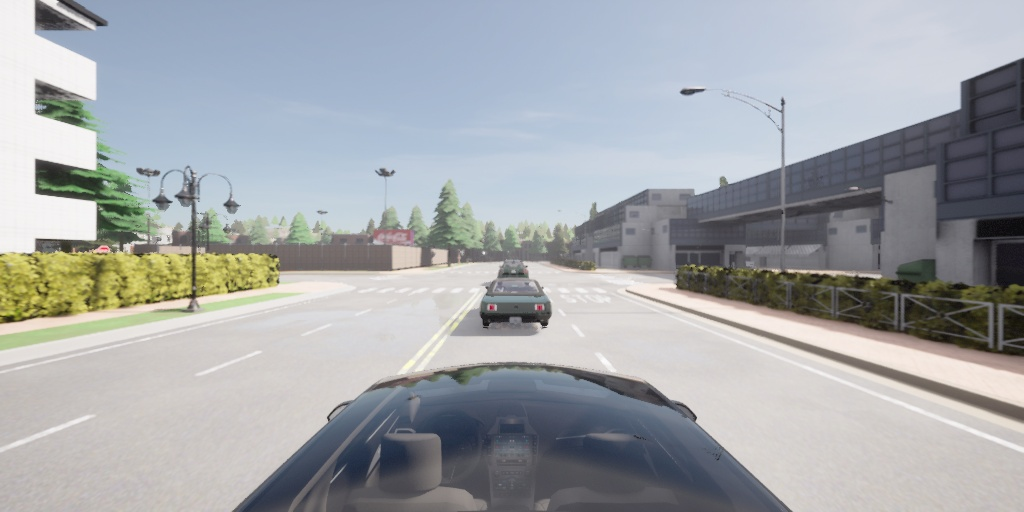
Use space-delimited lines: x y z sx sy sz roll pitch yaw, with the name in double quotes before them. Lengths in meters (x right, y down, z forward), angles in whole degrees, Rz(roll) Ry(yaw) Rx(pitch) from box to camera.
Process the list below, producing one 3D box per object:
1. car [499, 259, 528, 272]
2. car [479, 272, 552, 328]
"car" 0.101 1.074 26.199 2.097 1.767 4.553 0 0 0
"car" 0.090 1.339 11.327 1.895 1.301 4.718 0 0 0
